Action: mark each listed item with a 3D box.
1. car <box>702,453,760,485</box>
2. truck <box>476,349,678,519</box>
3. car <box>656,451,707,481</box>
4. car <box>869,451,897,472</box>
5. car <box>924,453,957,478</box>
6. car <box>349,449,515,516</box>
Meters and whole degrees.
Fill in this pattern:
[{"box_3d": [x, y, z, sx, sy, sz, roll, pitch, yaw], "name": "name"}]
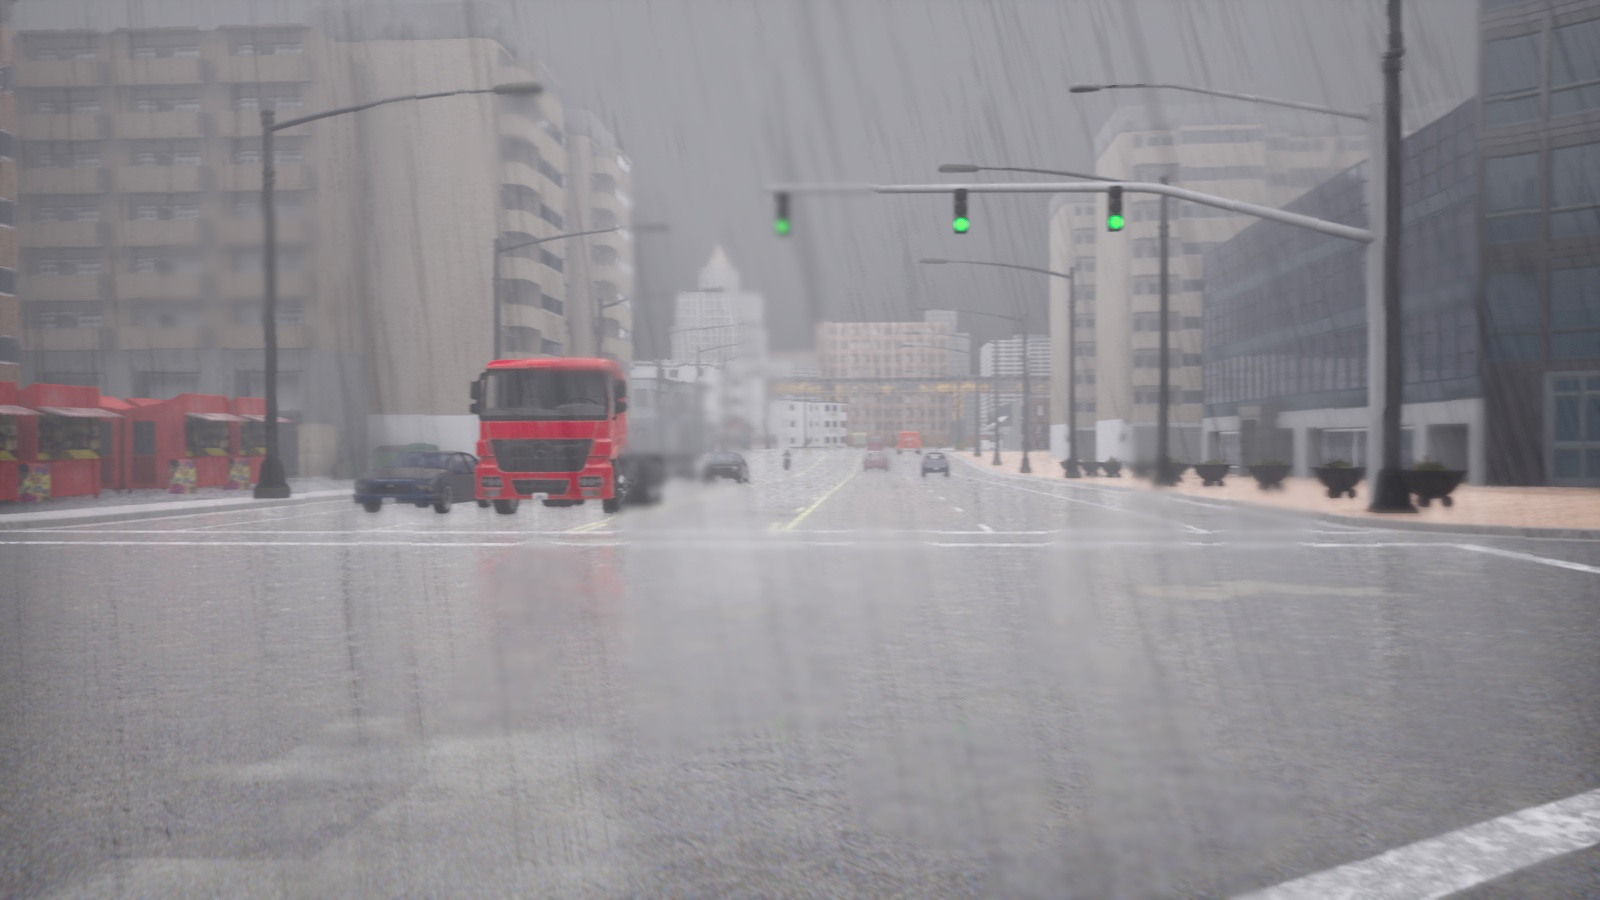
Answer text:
[{"box_3d": [-3.130, 0.862, 58.010, 2.033, 1.411, 5.357, 0, 0, 4], "name": "car"}, {"box_3d": [-4.958, -0.333, 29.635, 2.891, 3.462, 7.936, 0, 0, 4], "name": "truck"}, {"box_3d": [-6.145, 0.819, 65.652, 2.007, 1.525, 4.514, 0, 0, 4], "name": "car"}, {"box_3d": [6.084, 0.842, 92.194, 1.970, 1.475, 3.806, 0, 1, 4], "name": "car"}, {"box_3d": [8.658, 0.942, 77.688, 1.845, 1.501, 3.633, 0, 0, 4], "name": "car"}, {"box_3d": [-8.469, 0.701, 29.503, 2.033, 1.411, 5.357, 0, 0, 4], "name": "car"}]
